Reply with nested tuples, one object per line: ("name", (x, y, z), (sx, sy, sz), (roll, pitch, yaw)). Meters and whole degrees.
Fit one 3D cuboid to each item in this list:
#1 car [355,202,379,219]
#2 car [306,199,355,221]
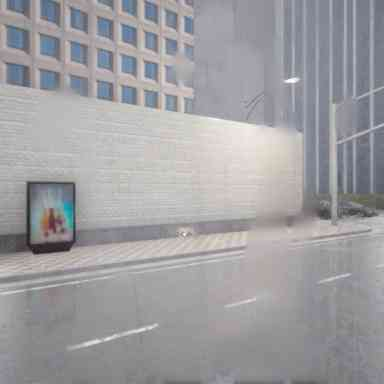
("car", (14.063, 1.558, 29.929), (1.837, 1.490, 4.892), (0, 0, -37))
("car", (10.838, 1.406, 28.179), (2.097, 1.767, 4.553), (0, 0, -33))
